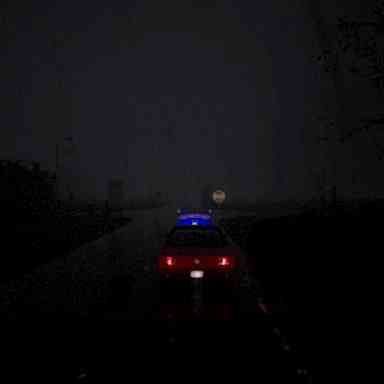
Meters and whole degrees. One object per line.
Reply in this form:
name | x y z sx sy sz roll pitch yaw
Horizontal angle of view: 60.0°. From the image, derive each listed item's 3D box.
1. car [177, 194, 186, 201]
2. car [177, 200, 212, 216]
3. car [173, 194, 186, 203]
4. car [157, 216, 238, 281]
car | -2.546 1.343 81.471 1.882 1.535 5.008 0 0 0
car | 0.145 1.480 19.621 1.882 1.535 5.008 0 0 0
car | -2.605 1.398 65.532 1.882 1.535 5.008 0 0 1
car | 0.120 1.604 9.839 1.895 1.301 4.718 0 0 0
